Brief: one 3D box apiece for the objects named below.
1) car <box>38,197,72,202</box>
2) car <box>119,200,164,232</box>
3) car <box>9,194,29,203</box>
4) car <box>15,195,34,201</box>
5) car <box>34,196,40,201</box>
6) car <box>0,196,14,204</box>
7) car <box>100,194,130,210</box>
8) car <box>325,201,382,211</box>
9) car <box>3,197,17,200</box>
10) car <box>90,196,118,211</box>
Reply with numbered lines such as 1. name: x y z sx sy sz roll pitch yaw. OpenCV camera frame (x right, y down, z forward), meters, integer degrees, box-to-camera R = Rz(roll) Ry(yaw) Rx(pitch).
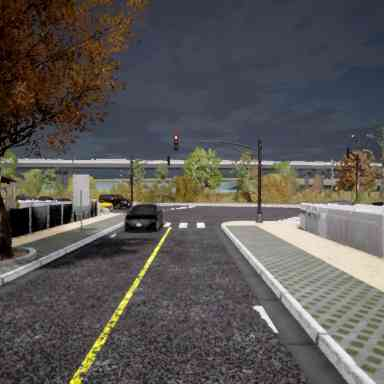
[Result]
1. car: -20.211 1.858 48.878 4.181 1.385 1.994 0 2 36
2. car: -2.807 1.472 20.232 1.882 1.535 5.008 0 0 1
3. car: -38.937 1.441 74.637 4.553 1.767 2.097 -1 2 36
4. car: -31.984 1.812 61.564 4.892 1.490 1.837 -1 1 36
5. car: -32.661 1.578 66.065 4.553 1.767 2.097 -1 2 36
6. car: -40.866 1.721 72.031 4.902 1.511 2.128 -1 2 36
7. car: -10.652 1.341 45.927 5.566 2.045 2.150 -1 2 36
8. car: 13.003 1.459 28.749 5.357 1.411 2.033 -1 2 36
9. car: -33.352 1.938 58.525 4.674 1.442 1.812 0 2 36
10. car: -12.389 1.705 43.185 5.008 1.535 1.882 -1 2 36
